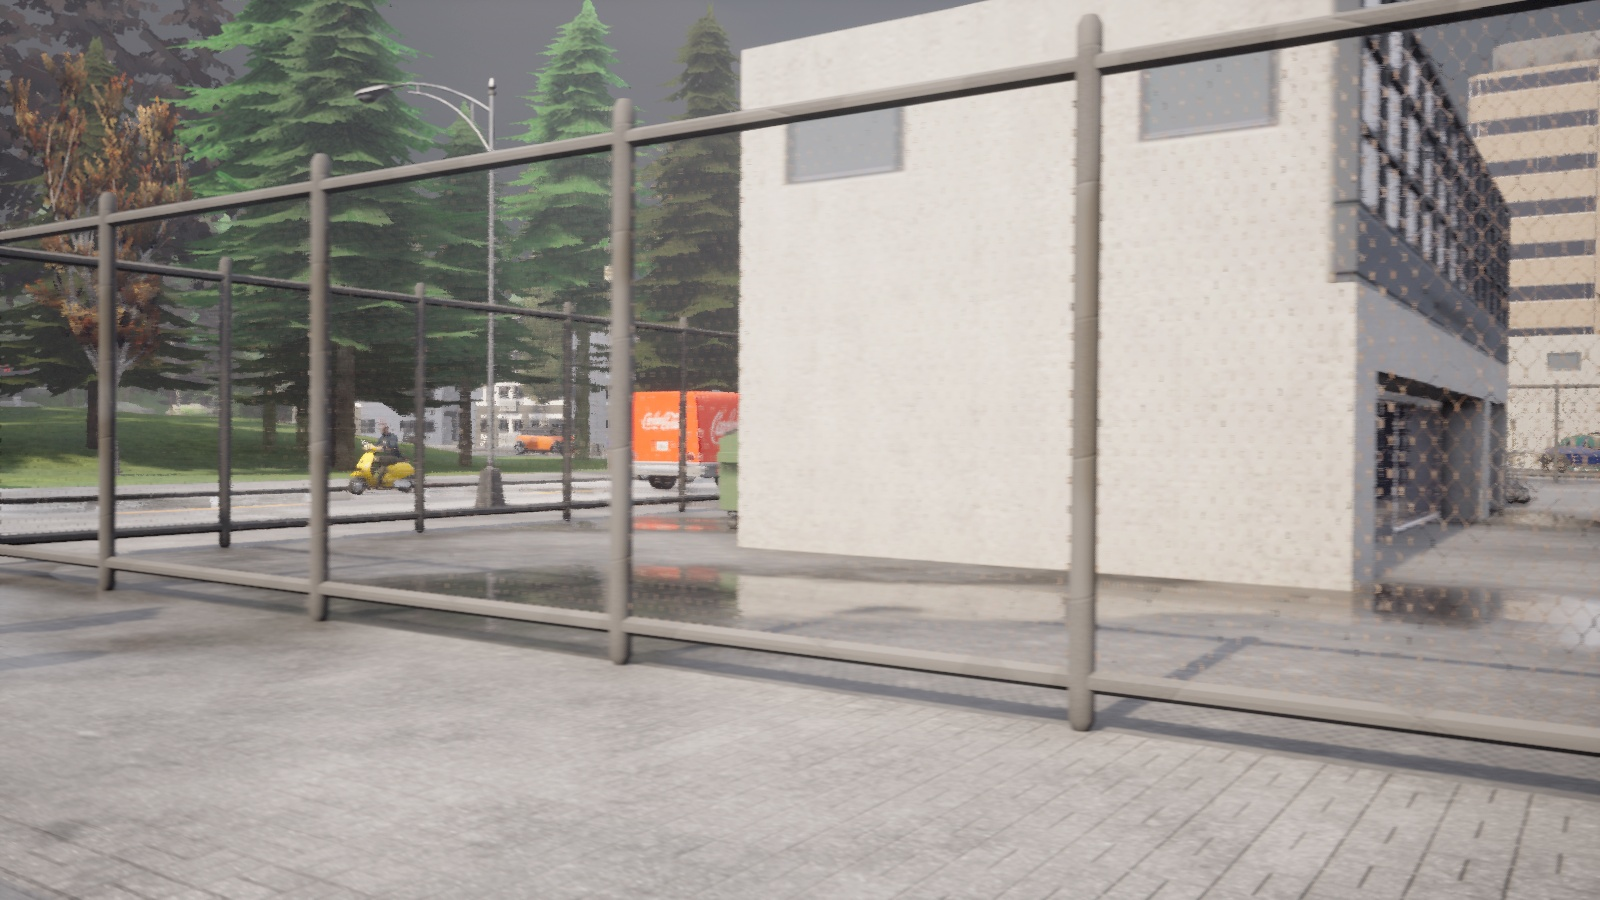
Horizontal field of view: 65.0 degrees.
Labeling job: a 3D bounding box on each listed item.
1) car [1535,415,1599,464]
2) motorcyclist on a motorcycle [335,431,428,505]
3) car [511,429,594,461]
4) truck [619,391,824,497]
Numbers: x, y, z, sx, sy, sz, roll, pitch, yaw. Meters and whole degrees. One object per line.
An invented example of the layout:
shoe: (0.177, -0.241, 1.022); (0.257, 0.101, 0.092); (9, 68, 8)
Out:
car: (30.537, -0.408, 48.217); (3.866, 1.878, 1.905); (0, 1, 34)
motorcyclist on a motorcycle: (-9.377, 0.378, 28.223); (0.866, 1.590, 1.817); (0, 1, 33)
car: (-14.425, -0.293, 73.179); (4.553, 1.767, 2.097); (0, 1, 34)
truck: (-1.904, -0.184, 32.230); (2.627, 2.467, 5.204); (0, 1, 33)
